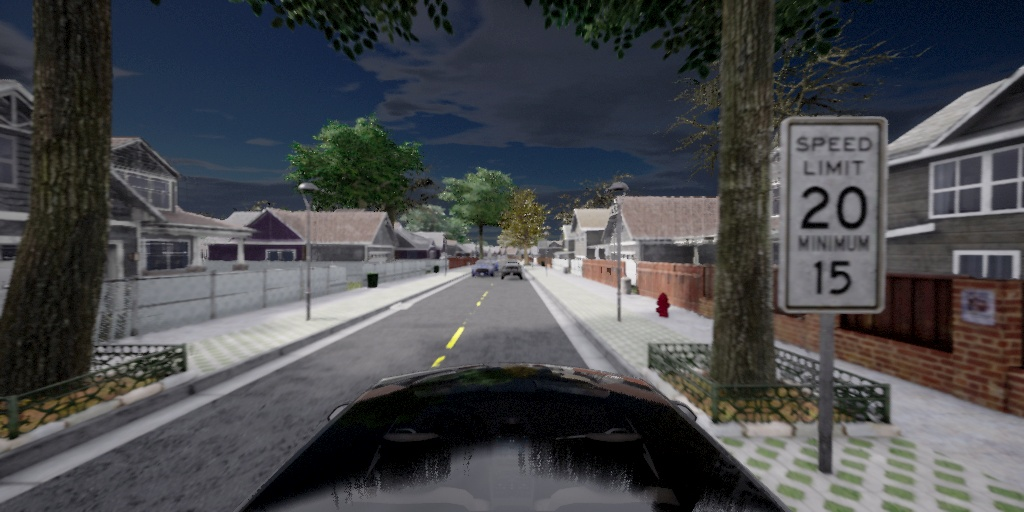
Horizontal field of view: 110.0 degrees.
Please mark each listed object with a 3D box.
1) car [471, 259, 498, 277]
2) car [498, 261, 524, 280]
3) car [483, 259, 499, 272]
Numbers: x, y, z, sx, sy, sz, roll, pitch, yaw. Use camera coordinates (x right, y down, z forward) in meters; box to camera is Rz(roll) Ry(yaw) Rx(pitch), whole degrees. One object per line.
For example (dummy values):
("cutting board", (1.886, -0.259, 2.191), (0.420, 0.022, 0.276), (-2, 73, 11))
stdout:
("car", (-2.764, 1.089, 35.361), (2.097, 1.767, 4.553), (0, 0, 0))
("car", (0.001, 1.240, 31.476), (1.837, 1.490, 4.892), (0, 0, 0))
("car", (-2.769, 1.237, 48.116), (1.882, 1.535, 5.008), (0, 0, 0))
